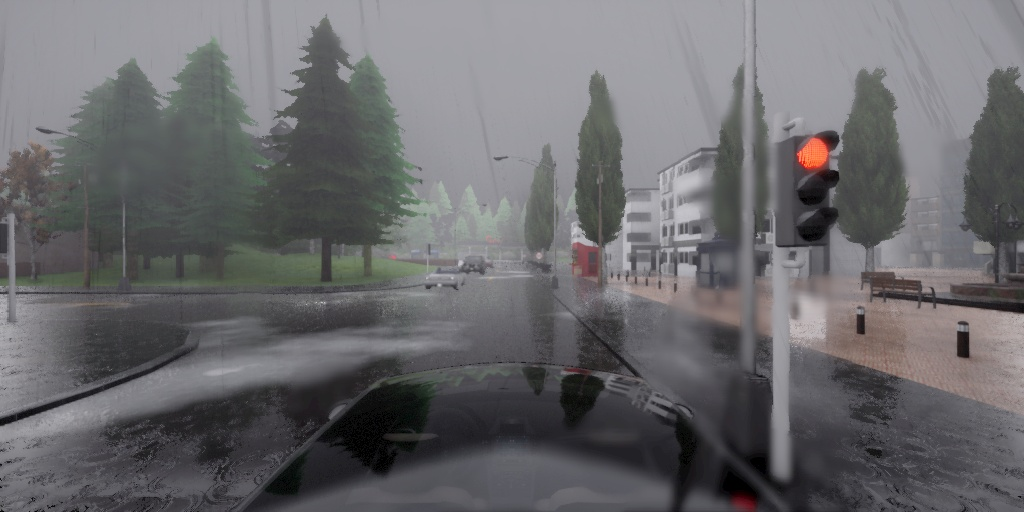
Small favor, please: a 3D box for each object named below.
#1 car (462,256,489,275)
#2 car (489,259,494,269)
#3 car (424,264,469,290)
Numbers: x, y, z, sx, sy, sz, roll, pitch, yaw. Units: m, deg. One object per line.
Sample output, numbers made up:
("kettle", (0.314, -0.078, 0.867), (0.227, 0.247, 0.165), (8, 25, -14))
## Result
("car", (-4.078, 0.971, 38.934), (2.150, 2.045, 5.566), (0, 0, 0))
("car", (-4.005, 1.227, 57.422), (1.882, 1.535, 5.008), (0, 0, 1))
("car", (-4.089, 1.351, 22.500), (1.895, 1.301, 4.718), (0, 0, 0))
